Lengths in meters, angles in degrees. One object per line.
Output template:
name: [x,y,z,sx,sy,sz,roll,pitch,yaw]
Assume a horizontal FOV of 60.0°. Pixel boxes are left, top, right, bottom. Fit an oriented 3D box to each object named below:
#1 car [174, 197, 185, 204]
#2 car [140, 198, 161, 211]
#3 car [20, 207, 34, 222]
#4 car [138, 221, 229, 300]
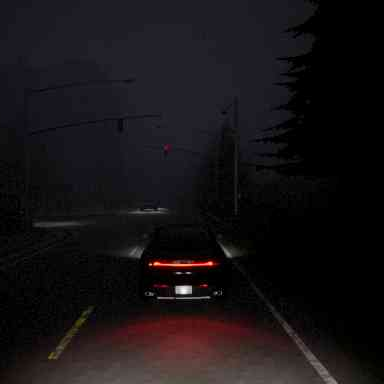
car: [-2.329,1.564,61.330,1.994,1.385,4.181,0,0,-2]
car: [-5.175,1.526,40.688,1.812,1.442,4.674,0,0,-3]
car: [-13.470,1.337,22.934,4.553,1.767,2.097,0,0,-3]
car: [-0.226,1.505,8.380,1.837,1.490,4.892,0,0,-2]
